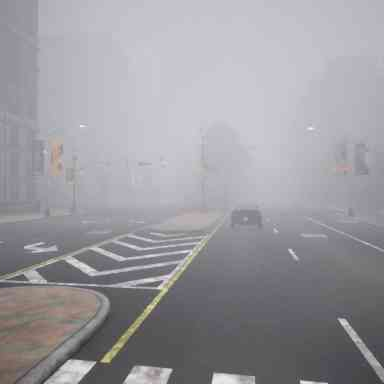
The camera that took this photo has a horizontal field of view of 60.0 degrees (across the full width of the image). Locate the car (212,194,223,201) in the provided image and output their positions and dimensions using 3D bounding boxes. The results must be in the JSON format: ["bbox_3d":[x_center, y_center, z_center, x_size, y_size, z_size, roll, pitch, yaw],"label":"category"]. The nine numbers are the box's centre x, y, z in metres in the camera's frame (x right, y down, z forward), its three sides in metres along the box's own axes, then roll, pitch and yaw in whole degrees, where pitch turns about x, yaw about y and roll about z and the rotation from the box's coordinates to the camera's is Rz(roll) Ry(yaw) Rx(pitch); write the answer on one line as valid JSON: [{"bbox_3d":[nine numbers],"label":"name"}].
[{"bbox_3d":[6.419,1.478,88.475,1.882,1.535,5.008,0,0,9],"label":"car"}]

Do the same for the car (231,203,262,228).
[{"bbox_3d":[3.662,1.478,22.342,1.882,1.535,5.008,0,0,10],"label":"car"}]

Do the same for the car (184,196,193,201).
[{"bbox_3d":[-0.923,1.595,85.445,1.895,1.301,4.718,0,0,9],"label":"car"}]
